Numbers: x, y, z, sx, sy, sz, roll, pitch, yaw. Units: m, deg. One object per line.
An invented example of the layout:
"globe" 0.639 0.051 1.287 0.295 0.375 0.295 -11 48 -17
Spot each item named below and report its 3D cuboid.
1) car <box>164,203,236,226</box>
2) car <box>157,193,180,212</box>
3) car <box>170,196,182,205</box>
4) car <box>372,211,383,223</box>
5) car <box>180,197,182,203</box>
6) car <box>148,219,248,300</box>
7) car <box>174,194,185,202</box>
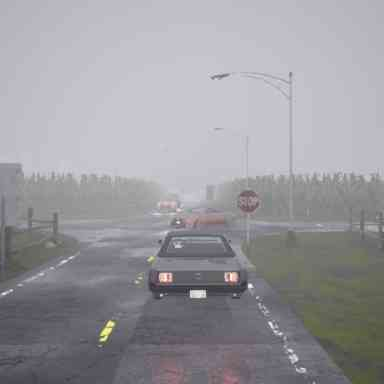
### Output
"car" 0.711 1.570 20.146 4.181 1.385 1.994 0 0 -41
"car" -2.840 1.342 38.265 2.097 1.767 4.553 0 0 0
"car" -2.822 1.501 58.027 1.812 1.442 4.674 0 0 0
"car" 15.325 1.686 23.947 4.181 1.385 1.994 0 -1 1
"car" -2.834 1.206 47.960 2.150 2.045 5.566 0 0 0
"car" 0.073 1.601 8.377 1.895 1.301 4.718 0 0 -1
"car" -2.738 1.294 72.828 2.128 1.511 4.902 0 0 0
